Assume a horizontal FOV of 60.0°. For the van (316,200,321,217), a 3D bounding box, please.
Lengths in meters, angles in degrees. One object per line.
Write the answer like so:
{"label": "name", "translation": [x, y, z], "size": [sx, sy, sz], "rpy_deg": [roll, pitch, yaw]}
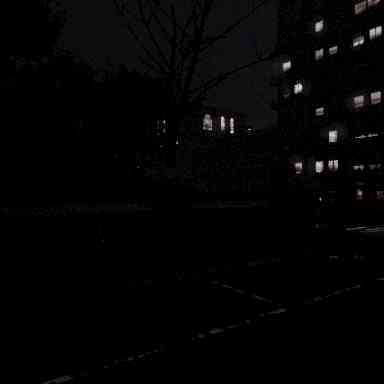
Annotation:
{"label": "van", "translation": [10.526, 1.646, 32.576], "size": [1.690, 1.788, 3.998], "rpy_deg": [-1, 0, -36]}
